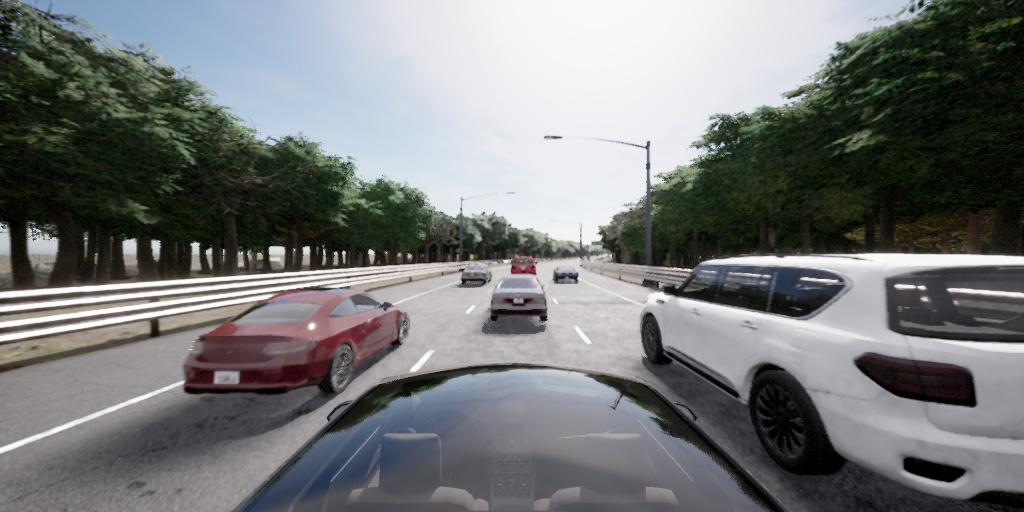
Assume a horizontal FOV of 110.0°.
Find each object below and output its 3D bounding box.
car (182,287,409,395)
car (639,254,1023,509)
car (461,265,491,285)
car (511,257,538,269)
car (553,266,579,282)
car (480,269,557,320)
[{"bbox_3d":[-3.367,1.296,6.584,1.812,1.442,4.674,0,0,1],"label":"car"},{"bbox_3d":[3.598,0.994,4.904,2.150,2.045,5.566,0,0,1],"label":"car"},{"bbox_3d":[-2.670,1.409,27.759,2.033,1.411,5.357,0,0,3],"label":"car"},{"bbox_3d":[1.060,1.101,31.522,2.150,2.045,5.566,0,0,4],"label":"car"},{"bbox_3d":[4.525,1.483,30.858,1.895,1.301,4.718,0,0,3],"label":"car"},{"bbox_3d":[0.251,1.351,12.809,2.033,1.411,5.357,0,0,1],"label":"car"}]
